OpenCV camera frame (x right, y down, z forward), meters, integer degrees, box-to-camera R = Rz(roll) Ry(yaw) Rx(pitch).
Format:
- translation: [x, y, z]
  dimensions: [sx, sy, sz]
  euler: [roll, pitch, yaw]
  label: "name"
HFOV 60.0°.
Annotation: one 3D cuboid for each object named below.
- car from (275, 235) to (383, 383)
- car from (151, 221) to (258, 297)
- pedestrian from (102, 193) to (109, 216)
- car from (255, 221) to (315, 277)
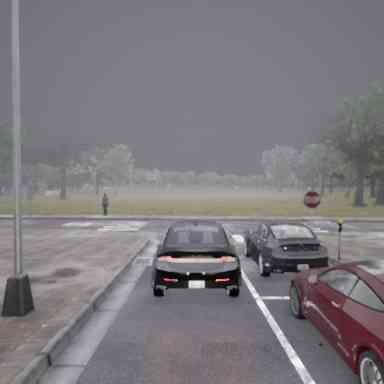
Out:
- translation: [2.626, 1.577, 4.526]
  dimensions: [1.802, 1.307, 4.206]
  euler: [-1, 0, 0]
  label: "car"
- translation: [0.097, 1.481, 8.531]
  dimensions: [2.128, 1.511, 4.902]
  euler: [0, 0, 0]
  label: "car"
- translation: [-6.857, 0.982, 26.246]
  dimensions: [0.375, 1.860, 0.375]
  euler: [0, 1, 0]
  label: "pedestrian"
- translation: [2.631, 1.539, 10.058]
  dimensions: [2.008, 1.369, 4.403]
  euler: [-1, 0, 0]
  label: "car"
